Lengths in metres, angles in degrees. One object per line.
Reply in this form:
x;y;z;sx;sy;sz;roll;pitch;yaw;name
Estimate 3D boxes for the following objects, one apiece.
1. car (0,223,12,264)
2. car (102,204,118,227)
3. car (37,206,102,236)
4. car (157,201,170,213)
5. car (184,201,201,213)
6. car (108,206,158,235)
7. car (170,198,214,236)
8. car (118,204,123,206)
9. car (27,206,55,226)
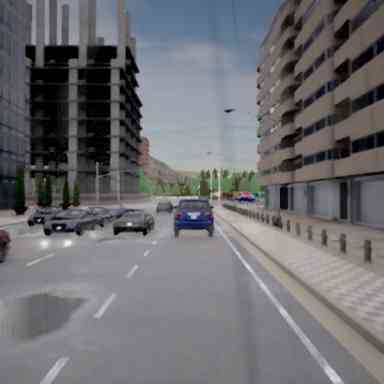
-7.078;1.608;9.612;1.812;1.442;4.674;0;0;0;car
-6.997;1.811;24.083;1.994;1.385;4.181;0;0;0;car
-7.024;1.729;19.554;1.994;1.385;4.181;0;-1;0;car
-3.423;1.845;42.240;2.128;1.511;4.902;0;0;0;car
0.079;1.917;42.300;1.994;1.385;4.181;0;0;0;car
-3.399;1.733;20.069;1.994;1.385;4.181;0;0;0;car
0.114;1.386;19.600;2.150;2.045;5.566;0;0;0;car
-6.996;1.777;29.914;1.812;1.442;4.674;0;0;0;car
-10.497;1.774;24.850;1.994;1.385;4.181;0;0;0;car
